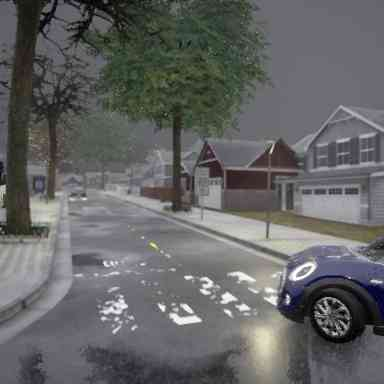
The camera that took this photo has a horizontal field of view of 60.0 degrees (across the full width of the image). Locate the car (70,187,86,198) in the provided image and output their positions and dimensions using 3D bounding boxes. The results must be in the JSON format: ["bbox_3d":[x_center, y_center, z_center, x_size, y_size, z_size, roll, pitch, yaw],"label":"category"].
[{"bbox_3d":[-15.667,-0.016,45.820,1.812,1.442,4.674,1,1,-21],"label":"car"}]

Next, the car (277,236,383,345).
[{"bbox_3d":[3.698,1.297,5.126,4.553,1.767,2.097,3,0,19],"label":"car"}]
